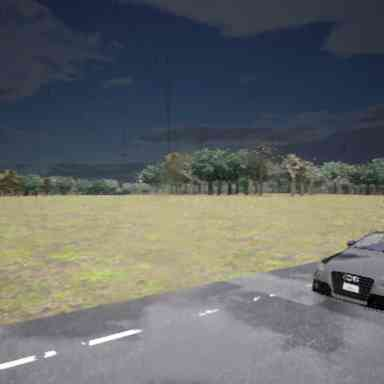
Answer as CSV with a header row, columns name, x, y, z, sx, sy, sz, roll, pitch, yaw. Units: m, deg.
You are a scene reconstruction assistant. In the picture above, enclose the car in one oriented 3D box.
name,x,y,z,sx,sy,sz,roll,pitch,yaw
car,4.516,1.565,7.244,4.181,1.385,1.994,0,0,-36
